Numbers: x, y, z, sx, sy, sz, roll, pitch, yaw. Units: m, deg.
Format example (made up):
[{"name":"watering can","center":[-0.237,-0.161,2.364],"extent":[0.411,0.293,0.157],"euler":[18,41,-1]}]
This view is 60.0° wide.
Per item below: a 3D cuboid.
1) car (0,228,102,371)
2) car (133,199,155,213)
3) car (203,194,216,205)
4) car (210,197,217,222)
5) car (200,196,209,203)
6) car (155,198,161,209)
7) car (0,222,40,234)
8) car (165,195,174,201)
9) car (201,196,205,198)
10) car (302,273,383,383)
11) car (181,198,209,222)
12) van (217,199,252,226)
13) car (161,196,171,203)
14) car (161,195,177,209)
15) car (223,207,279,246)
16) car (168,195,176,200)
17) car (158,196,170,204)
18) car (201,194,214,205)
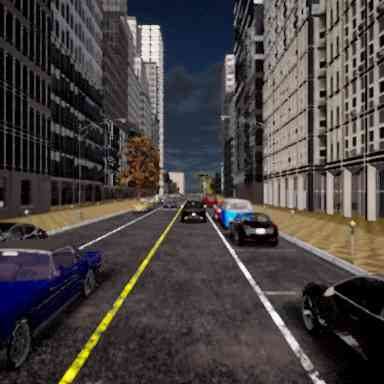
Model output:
[{"name":"car","center":[-3.094,1.604,5.802],"extent":[1.895,1.301,4.718],"euler":[0,0,0]},{"name":"car","center":[-5.645,1.530,37.820],"extent":[1.752,1.417,4.829],"euler":[0,0,0]},{"name":"car","center":[2.750,1.315,49.354],"extent":[2.192,1.841,5.009],"euler":[0,0,0]},{"name":"car","center":[2.723,1.448,26.586],"extent":[1.967,1.590,4.097],"euler":[0,0,0]},{"name":"car","center":[2.774,1.509,72.292],"extent":[1.752,1.417,4.829],"euler":[0,0,0]},{"name":"car","center":[-5.639,1.553,43.683],"extent":[2.008,1.369,4.403],"euler":[0,0,0]},{"name":"car","center":[-5.678,1.571,9.527],"extent":[1.947,1.339,4.313],"euler":[0,0,0]},{"name":"car","center":[-5.593,1.554,83.528],"extent":[1.802,1.307,4.206],"euler":[0,0,0]},{"name":"car","center":[0.149,1.506,42.711],"extent":[2.163,1.488,4.792],"euler":[0,0,0]},{"name":"car","center":[2.697,1.568,3.816],"extent":[1.947,1.339,4.313],"euler":[0,0,0]},{"name":"car","center":[0.130,1.485,26.548],"extent":[1.882,1.535,5.008],"euler":[0,0,0]},{"name":"van","center":[2.717,1.349,20.895],"extent":[1.690,1.788,3.998],"euler":[0,0,0]},{"name":"car","center":[-5.607,1.550,72.145],"extent":[1.947,1.339,4.313],"euler":[0,0,0]},{"name":"car","center":[-3.039,1.548,46.848],"extent":[2.033,1.411,5.357],"euler":[0,0,0]},{"name":"car","center":[2.710,1.573,15.200],"extent":[1.947,1.339,4.313],"euler":[0,0,0]},{"name":"car","center":[-5.581,1.509,94.914],"extent":[2.008,1.369,4.403],"euler":[0,0,0]},{"name":"car","center":[-5.613,1.540,66.452],"extent":[2.008,1.369,4.403],"euler":[0,0,0]},{"name":"car","center":[2.762,1.308,60.739],"extent":[2.192,1.841,5.009],"euler":[0,0,0]}]
